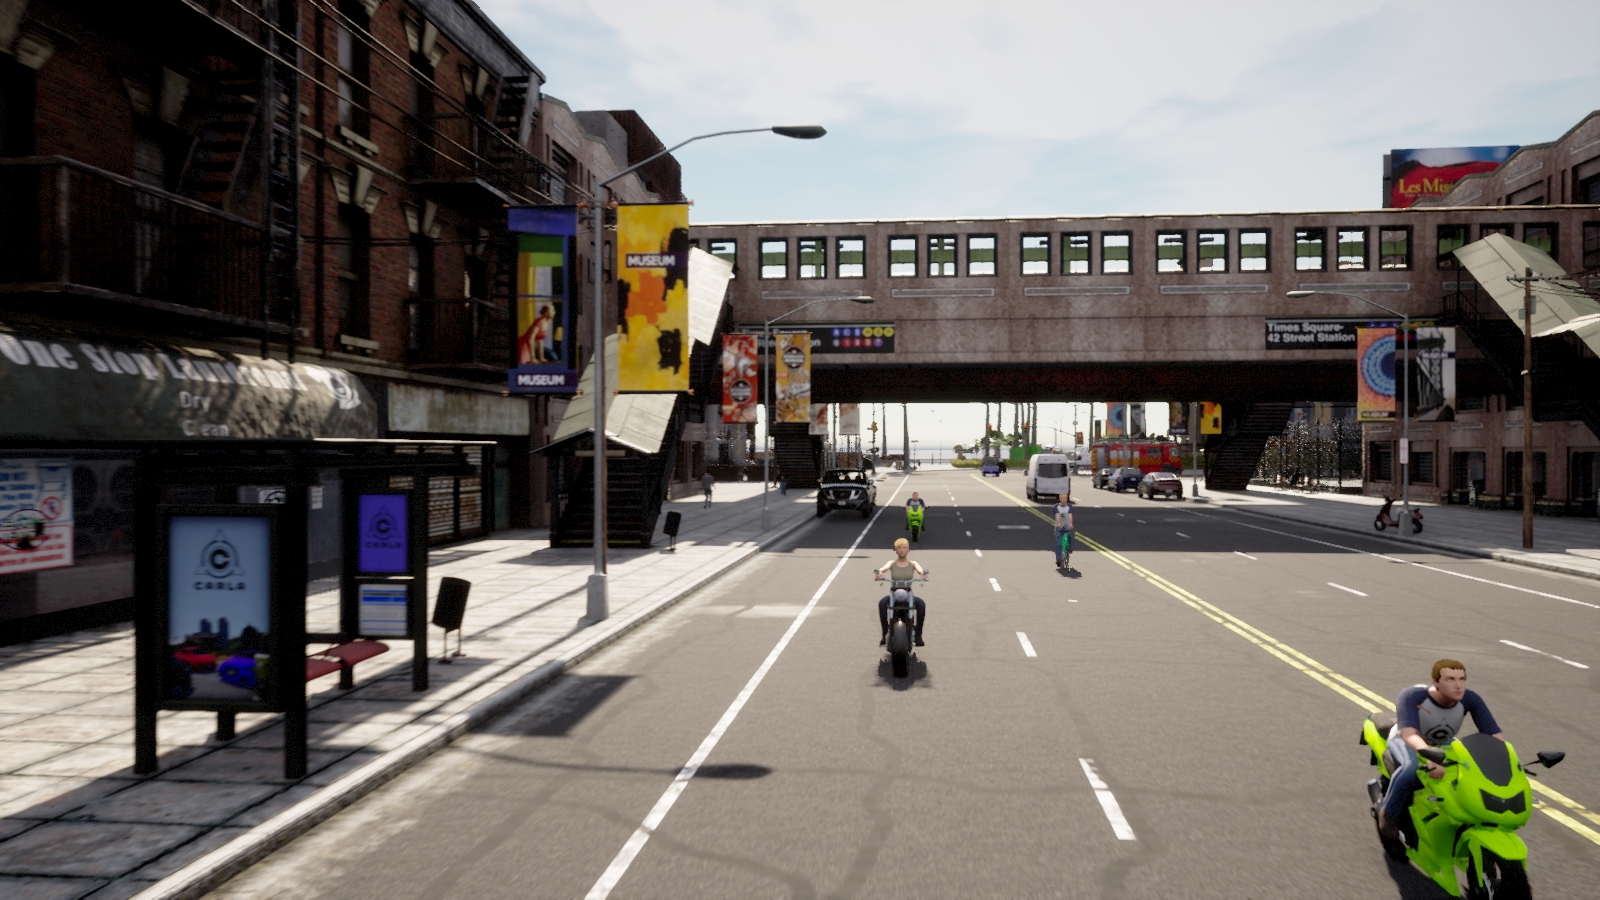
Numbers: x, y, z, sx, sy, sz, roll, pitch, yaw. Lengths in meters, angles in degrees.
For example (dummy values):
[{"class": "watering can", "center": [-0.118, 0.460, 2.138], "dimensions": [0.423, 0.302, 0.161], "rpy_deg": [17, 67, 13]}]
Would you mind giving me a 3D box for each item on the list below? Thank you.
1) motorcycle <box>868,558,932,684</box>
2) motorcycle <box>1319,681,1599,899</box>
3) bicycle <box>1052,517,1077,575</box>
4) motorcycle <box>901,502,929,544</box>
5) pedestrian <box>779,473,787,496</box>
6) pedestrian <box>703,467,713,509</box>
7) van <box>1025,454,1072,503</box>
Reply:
[{"class": "motorcycle", "center": [1.329, 2.170, 14.930], "dimensions": [0.764, 1.277, 2.356], "rpy_deg": [0, 0, 6]}, {"class": "motorcycle", "center": [3.996, 2.214, 7.107], "dimensions": [0.803, 1.145, 2.033], "rpy_deg": [0, 0, 6]}, {"class": "bicycle", "center": [6.120, 2.206, 26.475], "dimensions": [0.373, 1.196, 1.643], "rpy_deg": [0, 0, 6]}, {"class": "motorcycle", "center": [3.534, 2.213, 35.009], "dimensions": [0.803, 1.145, 2.033], "rpy_deg": [0, 0, 6]}, {"class": "pedestrian", "center": [-0.978, 1.974, 65.566], "dimensions": [0.375, 1.300, 0.375], "rpy_deg": [0, 0, 12]}, {"class": "pedestrian", "center": [-4.147, 1.695, 51.450], "dimensions": [0.375, 1.860, 0.375], "rpy_deg": [0, 0, 12]}, {"class": "van", "center": [13.907, 1.536, 64.291], "dimensions": [1.988, 2.561, 5.915], "rpy_deg": [0, 0, 6]}]
